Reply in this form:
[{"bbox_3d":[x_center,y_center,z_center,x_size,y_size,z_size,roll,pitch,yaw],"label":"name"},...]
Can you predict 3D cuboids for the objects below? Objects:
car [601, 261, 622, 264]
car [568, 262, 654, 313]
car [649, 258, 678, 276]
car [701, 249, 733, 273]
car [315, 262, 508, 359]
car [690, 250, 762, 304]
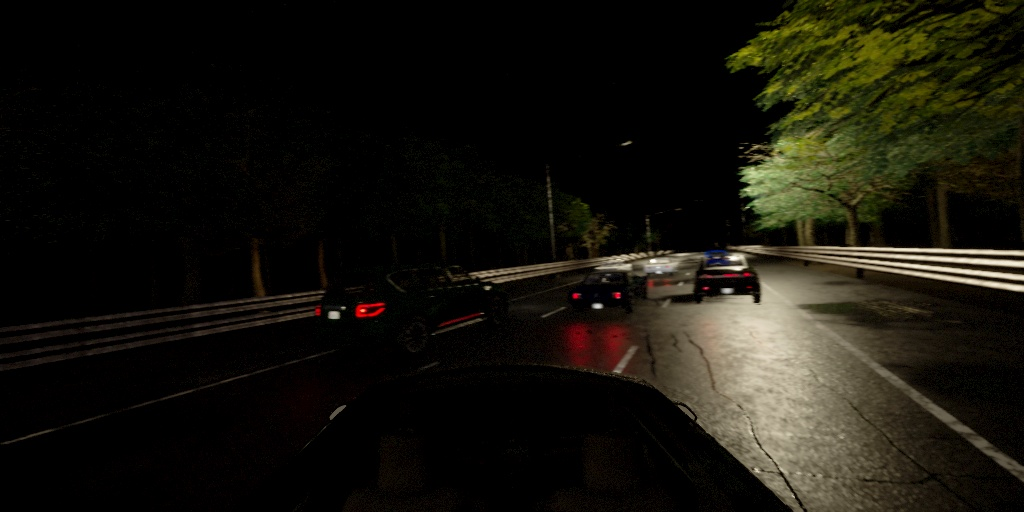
[{"bbox_3d":[8.012,1.003,28.111,1.895,1.301,4.718,-4,-1,29],"label":"car"},{"bbox_3d":[3.679,1.152,12.994,1.895,1.301,4.718,-5,0,29],"label":"car"},{"bbox_3d":[11.054,0.765,26.397,1.895,1.301,4.718,-4,-1,29],"label":"car"},{"bbox_3d":[15.643,0.320,27.504,1.882,1.535,5.008,-4,-1,29],"label":"car"},{"bbox_3d":[-2.248,1.204,9.554,2.150,2.045,5.566,-4,0,30],"label":"car"},{"bbox_3d":[7.480,0.728,12.670,2.128,1.511,4.902,-5,0,29],"label":"car"}]
